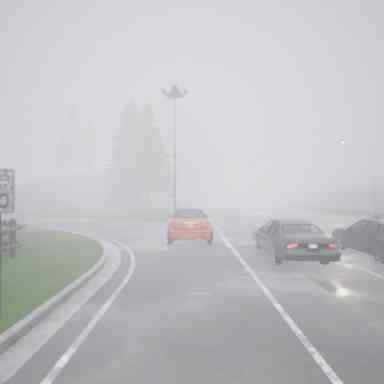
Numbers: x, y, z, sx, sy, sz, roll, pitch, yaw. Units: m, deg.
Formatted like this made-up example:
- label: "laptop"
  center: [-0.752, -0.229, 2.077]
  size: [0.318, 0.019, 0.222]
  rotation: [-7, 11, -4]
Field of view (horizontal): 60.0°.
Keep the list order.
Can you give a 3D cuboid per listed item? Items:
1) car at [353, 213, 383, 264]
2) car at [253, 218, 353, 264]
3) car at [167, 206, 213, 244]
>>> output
- label: "car"
  center: [7.098, 1.693, 12.363]
  size: [2.033, 1.411, 5.357]
  rotation: [0, -1, 0]
- label: "car"
  center: [3.598, 1.693, 12.383]
  size: [2.033, 1.411, 5.357]
  rotation: [0, -1, 0]
- label: "car"
  center: [-0.186, 1.552, 16.990]
  size: [2.097, 1.767, 4.553]
  rotation: [0, -1, -3]
